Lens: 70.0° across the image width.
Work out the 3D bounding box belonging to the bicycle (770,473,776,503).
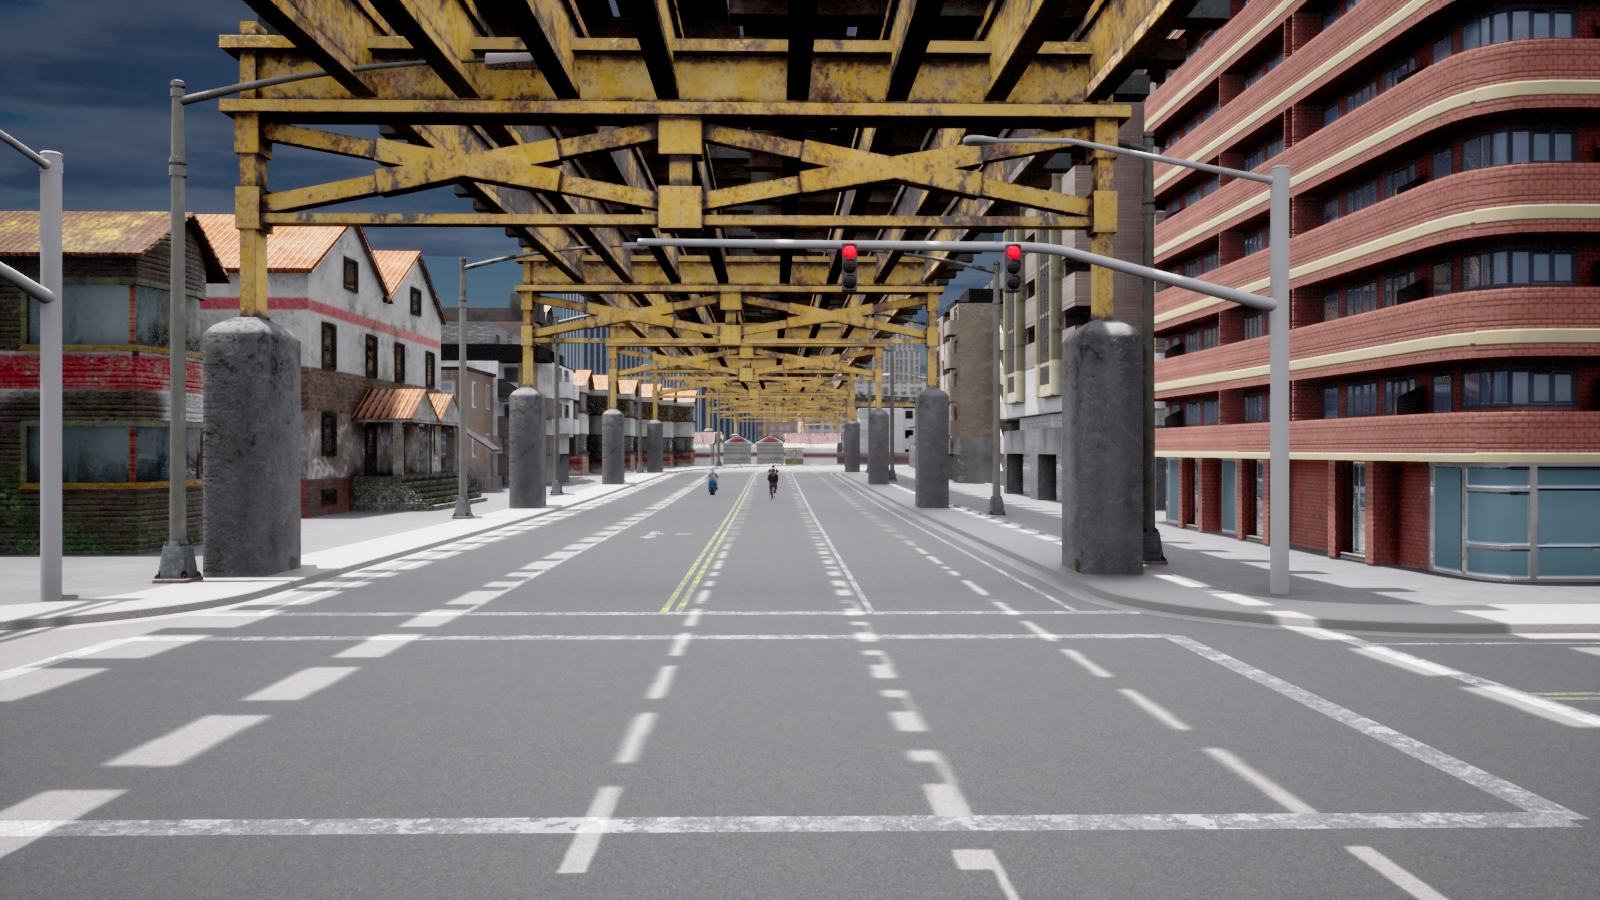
[{"bbox_3d":[-1.420,1.965,59.928,0.329,1.496,1.835,0,1,-2],"label":"bicycle"}]

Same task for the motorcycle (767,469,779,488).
[{"bbox_3d":[-1.833,1.906,77.843,0.803,1.224,2.033,0,1,-1],"label":"motorcycle"}]
